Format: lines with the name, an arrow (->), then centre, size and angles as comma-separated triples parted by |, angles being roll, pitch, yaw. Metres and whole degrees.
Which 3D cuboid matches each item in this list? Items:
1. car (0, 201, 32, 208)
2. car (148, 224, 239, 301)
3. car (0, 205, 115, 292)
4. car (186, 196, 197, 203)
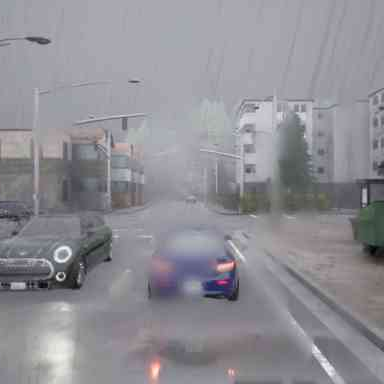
car -> -12.979, 1.371, 24.463 | 5.357, 1.411, 2.033 | 0, 0, -3
car -> 0.042, 1.526, 8.207 | 1.812, 1.442, 4.674 | 0, 0, 0
car -> -3.605, 1.352, 9.123 | 2.097, 1.767, 4.553 | 0, 0, 0
car -> -0.127, 1.526, 66.849 | 1.812, 1.442, 4.674 | 0, 0, 0
